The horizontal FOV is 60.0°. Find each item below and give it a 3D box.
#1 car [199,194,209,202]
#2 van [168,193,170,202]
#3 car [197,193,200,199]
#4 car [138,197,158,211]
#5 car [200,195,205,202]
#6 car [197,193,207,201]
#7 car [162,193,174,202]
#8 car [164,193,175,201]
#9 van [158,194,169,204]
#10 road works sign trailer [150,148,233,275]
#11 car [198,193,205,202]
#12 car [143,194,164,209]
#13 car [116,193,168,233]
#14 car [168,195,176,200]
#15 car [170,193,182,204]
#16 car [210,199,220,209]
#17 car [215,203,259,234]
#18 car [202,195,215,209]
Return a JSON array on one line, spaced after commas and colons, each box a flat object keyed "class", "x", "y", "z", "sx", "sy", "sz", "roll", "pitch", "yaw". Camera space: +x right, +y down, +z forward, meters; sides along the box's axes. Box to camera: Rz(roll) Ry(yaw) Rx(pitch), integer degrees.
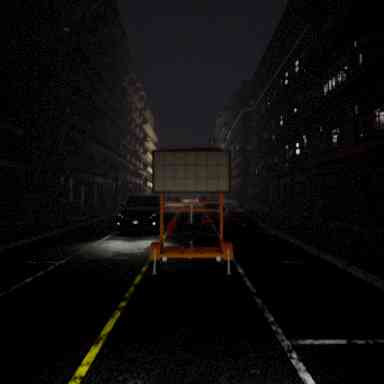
[{"class": "car", "x": 2.578, "y": 1.352, "z": 73.954, "sx": 1.967, "sy": 1.590, "sz": 4.097, "roll": 1, "pitch": 0, "yaw": 0}, {"class": "van", "x": -5.303, "y": 1.247, "z": 57.420, "sx": 1.690, "sy": 1.788, "sz": 3.998, "roll": 2, "pitch": 0, "yaw": 0}, {"class": "car", "x": 2.570, "y": 1.453, "z": 68.422, "sx": 1.887, "sy": 1.381, "sz": 4.507, "roll": 1, "pitch": 0, "yaw": 0}, {"class": "car", "x": -5.304, "y": 1.443, "z": 40.660, "sx": 1.752, "sy": 1.417, "sz": 4.829, "roll": 2, "pitch": 0, "yaw": 0}, {"class": "car", "x": 2.574, "y": 1.463, "z": 46.300, "sx": 2.008, "sy": 1.369, "sz": 4.403, "roll": 1, "pitch": 0, "yaw": 0}, {"class": "car", "x": 2.537, "y": 1.237, "z": 85.016, "sx": 2.192, "sy": 1.841, "sz": 5.009, "roll": 1, "pitch": 0, "yaw": 0}, {"class": "car", "x": -5.307, "y": 1.227, "z": 74.012, "sx": 2.192, "sy": 1.841, "sz": 5.009, "roll": 1, "pitch": 0, "yaw": 0}, {"class": "car", "x": -5.308, "y": 1.231, "z": 79.542, "sx": 2.192, "sy": 1.841, "sz": 5.009, "roll": 1, "pitch": 0, "yaw": 0}, {"class": "van", "x": -5.305, "y": 1.248, "z": 62.952, "sx": 1.690, "sy": 1.788, "sz": 3.998, "roll": 1, "pitch": 0, "yaw": 0}, {"class": "road works sign trailer", "x": -0.012, "y": 0.434, "z": 10.314, "sx": 2.380, "sy": 3.560, "sz": 2.880, "roll": 0, "pitch": 0, "yaw": 0}, {"class": "car", "x": 2.571, "y": 1.451, "z": 62.892, "sx": 1.887, "sy": 1.381, "sz": 4.507, "roll": 1, "pitch": 0, "yaw": 0}, {"class": "car", "x": -5.300, "y": 1.227, "z": 46.361, "sx": 2.192, "sy": 1.841, "sz": 5.009, "roll": 2, "pitch": 0, "yaw": 0}, {"class": "car", "x": -2.853, "y": 1.170, "z": 19.525, "sx": 2.150, "sy": 2.045, "sz": 5.566, "roll": 0, "pitch": 0, "yaw": 0}, {"class": "car", "x": -5.317, "y": 1.495, "z": 90.605, "sx": 1.947, "sy": 1.339, "sz": 4.313, "roll": 1, "pitch": 0, "yaw": 0}, {"class": "car", "x": -2.829, "y": 1.383, "z": 60.013, "sx": 1.882, "sy": 1.535, "sz": 5.008, "roll": 0, "pitch": 0, "yaw": 0}, {"class": "car", "x": 2.580, "y": 1.465, "z": 24.348, "sx": 1.752, "sy": 1.417, "sz": 4.829, "roll": 1, "pitch": 0, "yaw": 0}, {"class": "car", "x": 2.581, "y": 1.495, "z": 18.646, "sx": 1.887, "sy": 1.381, "sz": 4.507, "roll": 1, "pitch": 0, "yaw": 0}, {"class": "car", "x": 2.576, "y": 1.463, "z": 40.768, "sx": 1.887, "sy": 1.381, "sz": 4.507, "roll": 1, "pitch": 0, "yaw": 0}]
